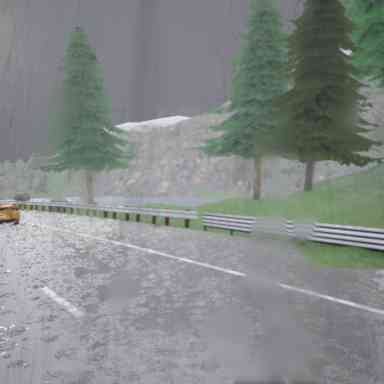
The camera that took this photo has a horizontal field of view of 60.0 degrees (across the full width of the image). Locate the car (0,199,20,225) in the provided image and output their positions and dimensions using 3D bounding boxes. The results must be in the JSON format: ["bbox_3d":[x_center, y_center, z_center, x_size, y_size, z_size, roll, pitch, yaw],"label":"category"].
[{"bbox_3d":[-11.348,1.106,18.671,5.008,1.535,1.882,0,3,44],"label":"car"}]
